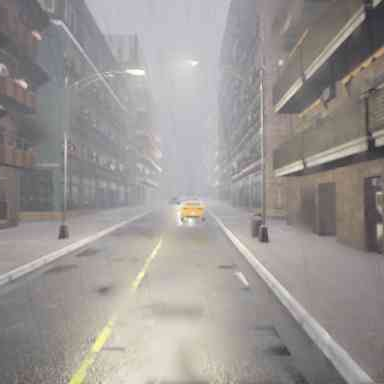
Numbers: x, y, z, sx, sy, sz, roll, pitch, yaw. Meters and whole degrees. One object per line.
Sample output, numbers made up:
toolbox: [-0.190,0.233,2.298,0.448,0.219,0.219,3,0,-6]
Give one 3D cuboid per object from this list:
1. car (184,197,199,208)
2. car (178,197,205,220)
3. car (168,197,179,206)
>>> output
car: [0.004,1.499,49.248,2.128,1.511,4.902,0,0,0]
car: [0.070,1.473,27.650,1.882,1.535,5.008,0,0,0]
car: [-2.823,1.536,53.673,1.812,1.442,4.674,0,0,0]
